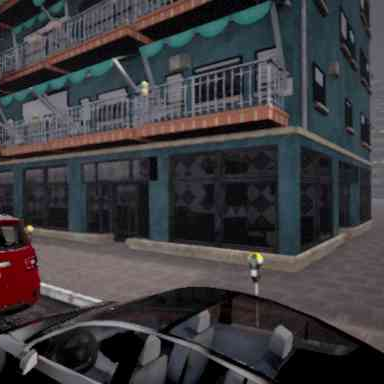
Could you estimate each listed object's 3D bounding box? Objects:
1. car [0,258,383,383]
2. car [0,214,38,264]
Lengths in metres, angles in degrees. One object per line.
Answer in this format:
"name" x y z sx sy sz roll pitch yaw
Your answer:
"car" -0.244 1.556 2.905 4.313 1.339 1.947 0 0 36
"car" -4.849 1.274 6.195 5.009 1.841 2.192 0 0 36
